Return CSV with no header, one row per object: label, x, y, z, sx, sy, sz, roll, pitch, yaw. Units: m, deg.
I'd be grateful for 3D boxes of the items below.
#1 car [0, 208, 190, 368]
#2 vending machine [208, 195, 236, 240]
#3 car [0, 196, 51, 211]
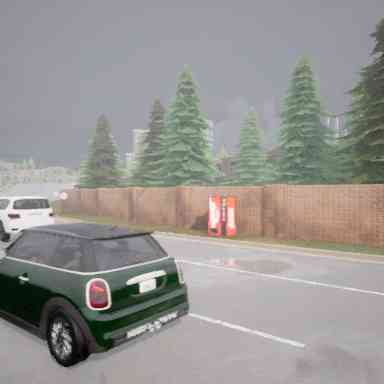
car,-2.288,1.351,6.040,4.553,1.767,2.097,0,0,39
vending machine,1.475,1.195,16.327,0.880,2.100,1.100,0,0,42
car,-8.844,1.221,16.762,2.150,2.045,5.566,0,0,-44
